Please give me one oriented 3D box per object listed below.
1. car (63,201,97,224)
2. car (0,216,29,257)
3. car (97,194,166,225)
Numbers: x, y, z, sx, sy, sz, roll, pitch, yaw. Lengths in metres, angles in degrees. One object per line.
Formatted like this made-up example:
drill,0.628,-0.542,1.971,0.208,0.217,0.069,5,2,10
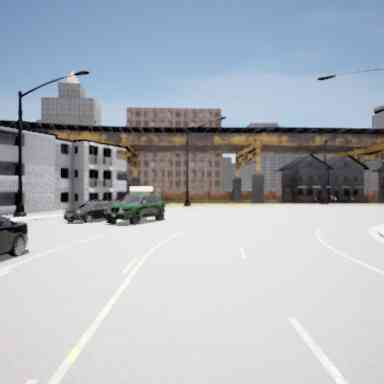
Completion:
car,-7.339,1.444,24.743,1.837,1.490,4.892,0,0,25
car,-6.928,1.452,10.038,1.882,1.535,5.008,0,0,3
car,-3.925,1.164,23.967,2.150,2.045,5.566,0,0,24
